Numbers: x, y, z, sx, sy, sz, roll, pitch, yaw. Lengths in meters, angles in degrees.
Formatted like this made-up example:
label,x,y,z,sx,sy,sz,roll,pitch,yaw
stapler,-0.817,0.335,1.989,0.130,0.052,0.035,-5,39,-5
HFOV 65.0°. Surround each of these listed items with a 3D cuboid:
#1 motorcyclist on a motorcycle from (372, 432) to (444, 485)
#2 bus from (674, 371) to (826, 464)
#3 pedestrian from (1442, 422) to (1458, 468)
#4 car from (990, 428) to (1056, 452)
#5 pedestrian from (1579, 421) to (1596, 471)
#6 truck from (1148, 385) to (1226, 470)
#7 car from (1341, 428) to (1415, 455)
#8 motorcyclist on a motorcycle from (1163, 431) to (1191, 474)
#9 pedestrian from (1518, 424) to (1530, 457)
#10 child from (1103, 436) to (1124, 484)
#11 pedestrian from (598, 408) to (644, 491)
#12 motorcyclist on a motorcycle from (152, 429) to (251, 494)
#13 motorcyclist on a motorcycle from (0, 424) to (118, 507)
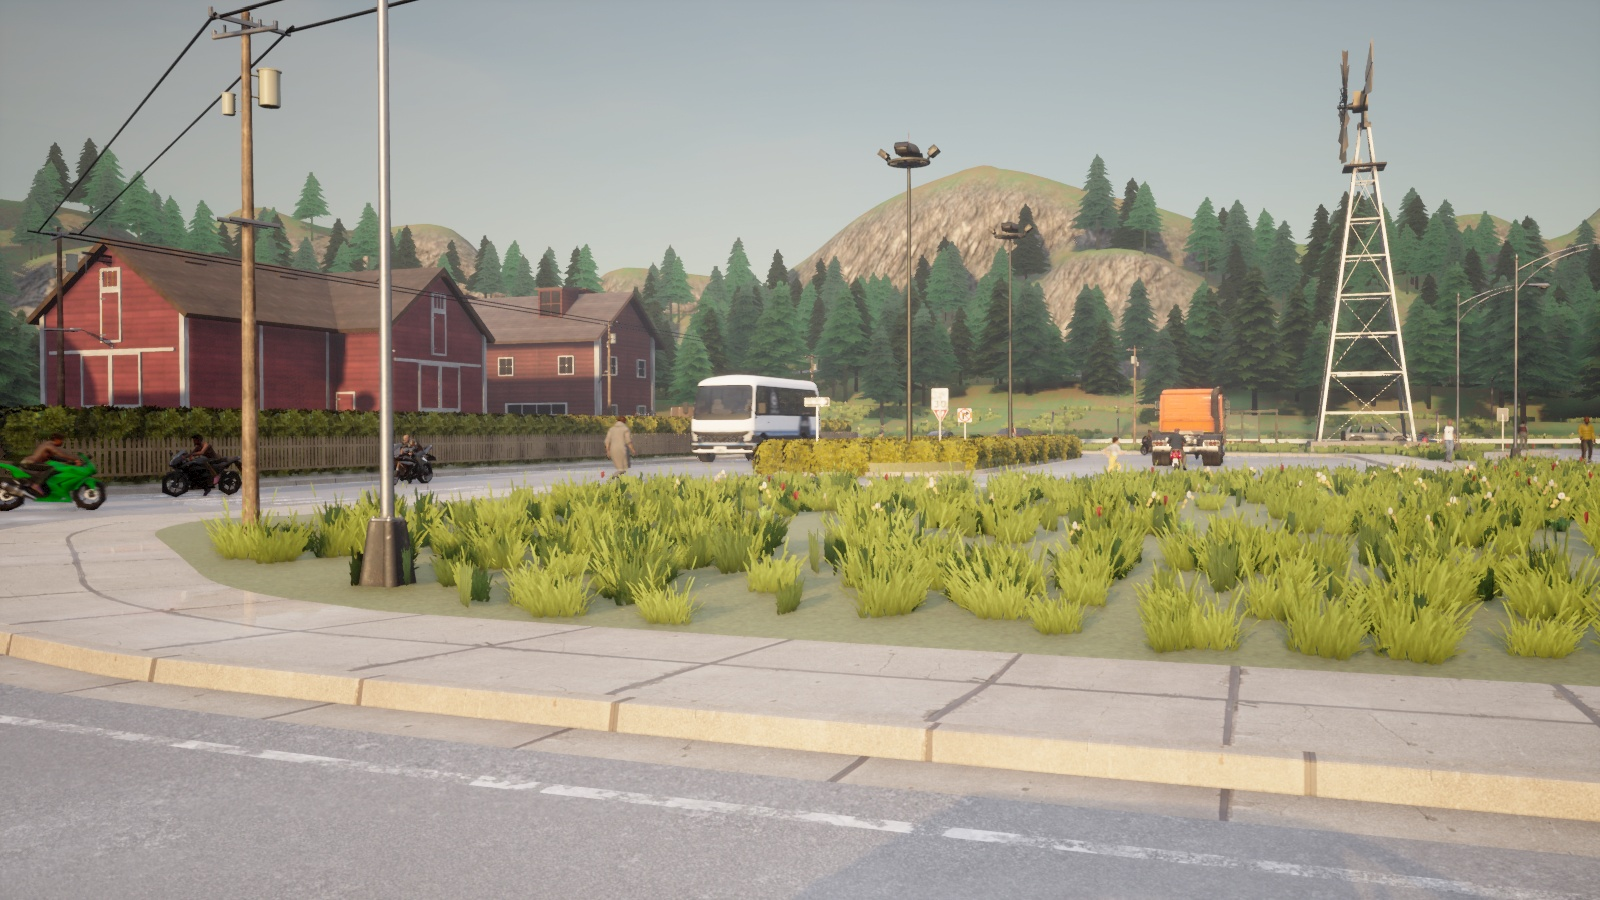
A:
label,x,y,z,sx,sy,sz,roll,pitch,yaw
motorcyclist on a motorcycle,-11.596,0.222,37.219,0.866,1.530,2.191,1,1,20
bus,-2.247,-1.564,62.778,3.944,4.253,10.273,1,1,20
pedestrian,26.172,-0.220,50.571,0.354,1.836,0.706,0,1,9
car,16.984,-0.782,95.596,4.553,1.767,2.097,0,1,-27
pedestrian,28.939,-0.148,46.151,0.370,1.835,0.726,1,1,19
truck,17.088,-0.974,55.106,2.891,3.462,7.936,1,1,20
car,40.665,-0.621,88.481,4.605,1.855,1.932,1,1,20
motorcyclist on a motorcycle,14.074,0.082,46.870,0.866,1.590,1.817,1,1,21
pedestrian,43.018,-0.552,74.629,0.666,1.930,0.402,-1,1,-42
child,8.262,0.263,33.097,0.437,1.263,0.270,0,1,-9
pedestrian,-4.305,-0.018,30.202,0.659,1.952,0.873,1,1,37
motorcyclist on a motorcycle,-14.571,0.263,30.620,0.797,1.523,2.044,1,1,35
motorcyclist on a motorcycle,-14.338,0.312,24.102,2.044,1.523,0.797,2,-2,-41
